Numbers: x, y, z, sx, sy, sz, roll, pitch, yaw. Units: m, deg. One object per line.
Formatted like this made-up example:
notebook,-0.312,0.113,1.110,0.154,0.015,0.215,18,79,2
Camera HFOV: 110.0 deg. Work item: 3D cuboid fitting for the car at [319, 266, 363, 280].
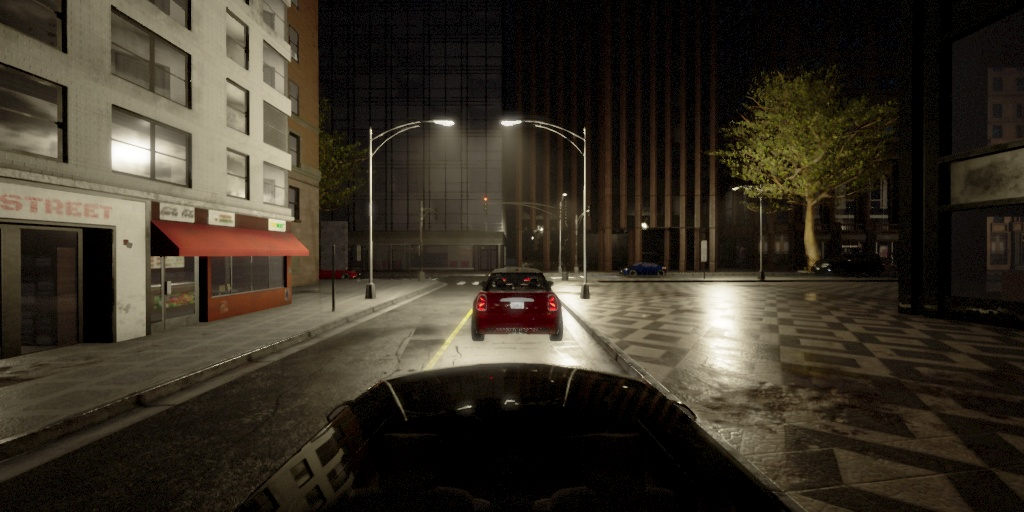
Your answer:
car,-15.066,1.374,30.797,4.181,1.385,1.994,0,0,0

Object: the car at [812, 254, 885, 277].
car,31.558,0.858,33.732,5.566,2.045,2.150,0,0,0

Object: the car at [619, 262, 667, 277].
car,12.324,1.255,33.848,4.181,1.385,1.994,0,0,0

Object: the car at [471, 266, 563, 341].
car,0.123,1.101,9.982,2.097,1.767,4.553,0,0,0
